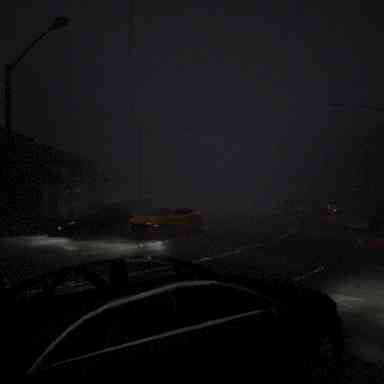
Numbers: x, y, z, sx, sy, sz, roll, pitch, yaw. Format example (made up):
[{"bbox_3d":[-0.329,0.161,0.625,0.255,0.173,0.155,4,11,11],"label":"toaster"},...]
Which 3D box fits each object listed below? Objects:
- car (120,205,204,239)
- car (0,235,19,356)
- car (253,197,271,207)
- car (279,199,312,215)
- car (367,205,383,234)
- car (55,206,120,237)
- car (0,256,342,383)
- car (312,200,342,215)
[{"bbox_3d":[-1.229,1.477,17.774,1.882,1.535,5.008,1,0,33],"label":"car"},{"bbox_3d":[-5.274,1.547,4.217,5.357,1.411,2.033,0,0,-30],"label":"car"},{"bbox_3d":[10.447,1.477,49.872,1.882,1.535,5.008,0,0,0],"label":"car"},{"bbox_3d":[10.415,1.477,34.559,1.882,1.535,5.008,0,0,1],"label":"car"},{"bbox_3d":[11.162,1.477,18.845,1.882,1.535,5.008,0,0,23],"label":"car"},{"bbox_3d":[-5.201,1.525,18.479,1.812,1.442,4.674,0,0,37],"label":"car"},{"bbox_3d":[-0.299,1.491,3.589,4.902,1.511,2.128,0,0,-36],"label":"car"},{"bbox_3d":[13.888,1.525,34.390,1.812,1.442,4.674,0,0,2],"label":"car"}]
